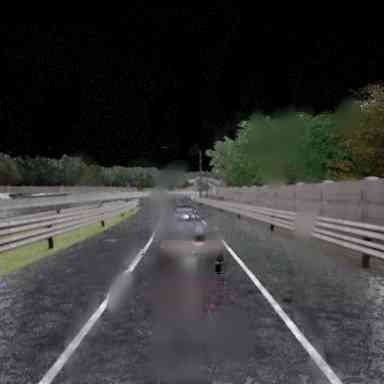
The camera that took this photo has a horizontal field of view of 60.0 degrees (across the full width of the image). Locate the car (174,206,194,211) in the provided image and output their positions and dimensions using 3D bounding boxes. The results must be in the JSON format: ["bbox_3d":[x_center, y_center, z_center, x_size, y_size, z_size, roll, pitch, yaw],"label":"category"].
[{"bbox_3d":[-0.633,1.791,25.973,2.033,1.411,5.357,0,0,-3],"label":"car"}]

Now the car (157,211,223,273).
[{"bbox_3d":[-0.082,1.603,11.063,2.128,1.511,4.902,0,-1,-1],"label":"car"}]
